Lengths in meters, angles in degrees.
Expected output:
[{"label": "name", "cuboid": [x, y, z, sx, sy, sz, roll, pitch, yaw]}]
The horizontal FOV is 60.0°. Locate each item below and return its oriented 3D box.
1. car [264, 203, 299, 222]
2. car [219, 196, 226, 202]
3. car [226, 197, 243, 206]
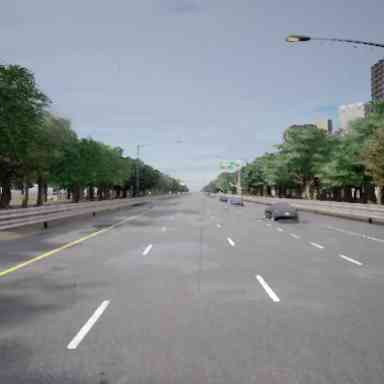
[{"label": "car", "cuboid": [7.054, 1.586, 26.583, 1.994, 1.385, 4.181, 0, 0, 0]}, {"label": "car", "cuboid": [7.380, 1.606, 78.386, 1.994, 1.385, 4.181, 0, 0, 1]}, {"label": "car", "cuboid": [7.191, 1.590, 54.239, 2.033, 1.411, 5.357, 0, 0, 0]}]
